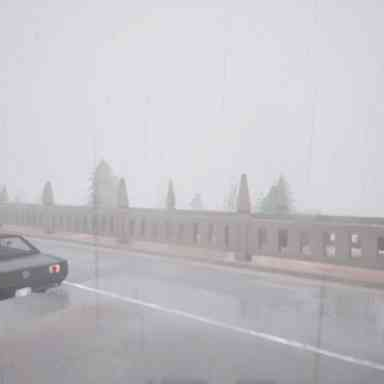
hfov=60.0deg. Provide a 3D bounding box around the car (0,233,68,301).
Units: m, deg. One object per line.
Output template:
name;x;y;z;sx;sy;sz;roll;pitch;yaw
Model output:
car;-4.990;1.606;7.596;4.718;1.301;1.895;0;0;36
